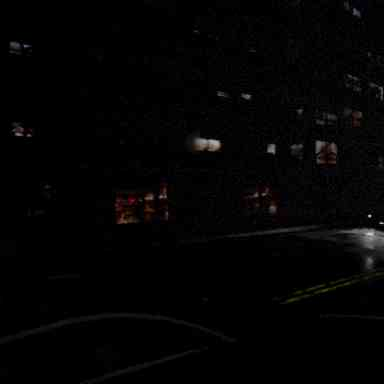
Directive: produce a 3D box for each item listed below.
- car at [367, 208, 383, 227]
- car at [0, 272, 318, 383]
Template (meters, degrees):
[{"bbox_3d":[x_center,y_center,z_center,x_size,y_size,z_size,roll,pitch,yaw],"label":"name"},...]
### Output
[{"bbox_3d":[13.152,1.553,21.299,4.718,1.301,1.895,0,0,-37],"label":"car"},{"bbox_3d":[-0.939,1.490,2.769,4.902,1.511,2.128,0,0,-36],"label":"car"}]
